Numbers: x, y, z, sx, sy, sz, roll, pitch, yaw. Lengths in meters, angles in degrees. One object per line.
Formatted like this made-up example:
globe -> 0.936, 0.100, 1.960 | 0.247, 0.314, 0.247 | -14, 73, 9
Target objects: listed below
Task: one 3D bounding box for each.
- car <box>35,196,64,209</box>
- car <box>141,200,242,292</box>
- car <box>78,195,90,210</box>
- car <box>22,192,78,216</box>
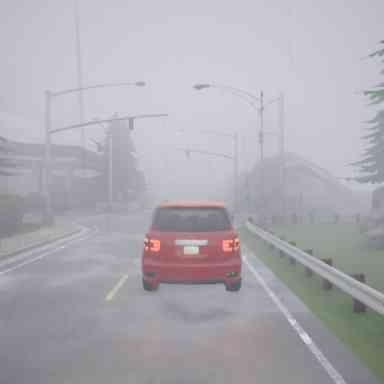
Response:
car -> -20.267, 1.449, 47.419 | 2.242, 1.667, 4.611 | 0, 0, -1
car -> 0.018, 1.215, 9.095 | 2.150, 2.045, 5.566 | 0, 0, 1
car -> -14.557, 1.285, 43.145 | 1.905, 1.878, 3.866 | 0, 0, -1
car -> -13.394, 1.009, 29.127 | 5.566, 2.045, 2.150 | 0, 0, -2
